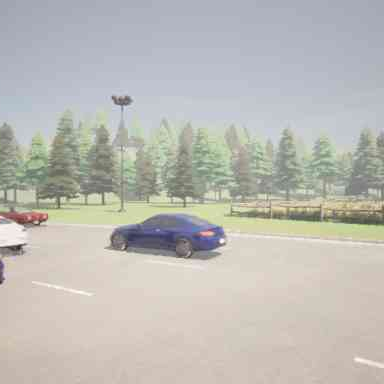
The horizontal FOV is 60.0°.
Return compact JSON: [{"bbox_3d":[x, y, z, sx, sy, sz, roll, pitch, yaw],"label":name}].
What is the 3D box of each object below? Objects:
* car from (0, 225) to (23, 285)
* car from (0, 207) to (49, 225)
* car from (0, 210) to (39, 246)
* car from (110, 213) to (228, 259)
[{"bbox_3d":[-6.166,1.531,7.476,4.674,1.442,1.812,0,0,29],"label":"car"},{"bbox_3d":[-11.844,1.614,21.800,4.718,1.301,1.895,0,0,23],"label":"car"},{"bbox_3d":[-8.202,1.534,12.463,4.674,1.442,1.812,0,0,26],"label":"car"},{"bbox_3d":[-0.952,1.531,12.557,4.674,1.442,1.812,0,0,30],"label":"car"}]
